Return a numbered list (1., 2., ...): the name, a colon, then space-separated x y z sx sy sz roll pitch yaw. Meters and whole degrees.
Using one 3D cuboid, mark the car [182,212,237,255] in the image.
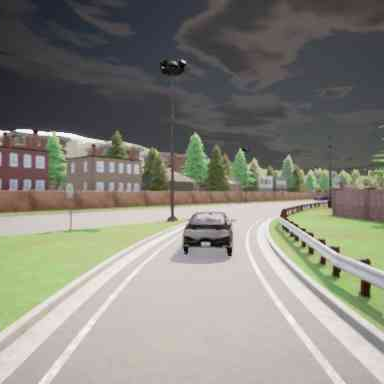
1. car: 0.774 1.546 13.664 2.128 1.511 4.902 0 0 7
